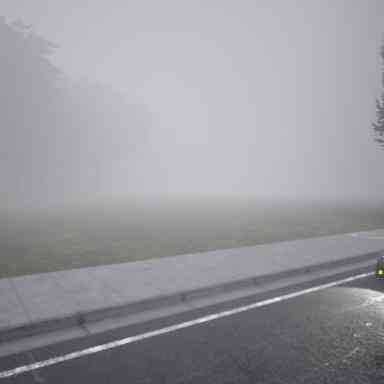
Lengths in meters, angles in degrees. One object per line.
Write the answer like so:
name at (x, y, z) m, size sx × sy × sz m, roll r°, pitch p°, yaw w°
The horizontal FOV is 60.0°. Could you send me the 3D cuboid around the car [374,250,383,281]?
car at (6.311, 1.517, 8.084) m, size 4.181 × 1.385 × 1.994 m, roll 0°, pitch 1°, yaw -35°
